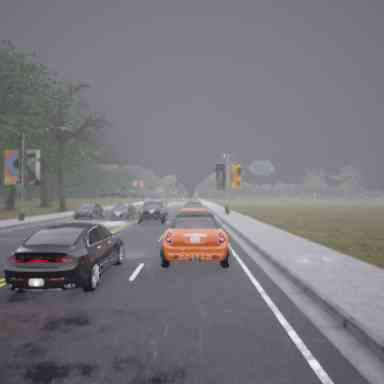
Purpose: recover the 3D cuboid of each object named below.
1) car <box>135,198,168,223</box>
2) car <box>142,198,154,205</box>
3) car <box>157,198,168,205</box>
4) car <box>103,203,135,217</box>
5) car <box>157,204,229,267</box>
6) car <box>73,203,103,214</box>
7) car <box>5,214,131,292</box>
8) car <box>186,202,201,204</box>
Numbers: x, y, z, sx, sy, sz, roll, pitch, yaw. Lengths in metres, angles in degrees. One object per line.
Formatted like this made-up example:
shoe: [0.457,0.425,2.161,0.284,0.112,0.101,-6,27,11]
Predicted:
car: [-3.144,1.610,28.043,2.097,1.767,4.553,0,-1,0]
car: [-9.721,2.106,73.410,1.882,1.535,5.008,0,0,0]
car: [-6.471,2.106,73.410,1.882,1.535,5.008,0,0,0]
car: [-6.583,1.785,31.952,2.128,1.511,4.902,0,-1,0]
car: [0.098,1.465,12.061,2.097,1.767,4.553,0,-1,0]
car: [-9.833,1.799,31.955,1.837,1.490,4.892,0,-1,0]
car: [-3.164,1.594,9.192,1.837,1.490,4.892,0,0,0]
car: [0.106,1.610,28.044,2.097,1.767,4.553,0,-1,0]
